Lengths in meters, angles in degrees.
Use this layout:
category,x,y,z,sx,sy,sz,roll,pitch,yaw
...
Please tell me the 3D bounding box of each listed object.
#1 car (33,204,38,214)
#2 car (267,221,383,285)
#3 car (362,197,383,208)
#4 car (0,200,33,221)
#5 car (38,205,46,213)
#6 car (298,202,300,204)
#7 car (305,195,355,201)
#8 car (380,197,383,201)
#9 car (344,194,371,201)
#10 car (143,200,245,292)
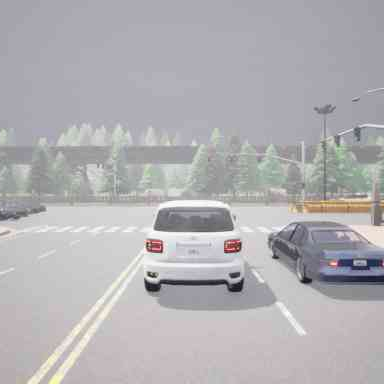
category,x,y,z,sx,sy,sz,roll,pitch,yaw
car,-17.228,1.491,30.269,4.902,1.511,2.128,0,0,0
car,3.576,1.547,9.550,2.033,1.411,5.357,0,0,0
car,27.319,1.505,47.727,4.892,1.490,1.837,0,0,0
car,-16.050,1.547,26.510,5.357,1.411,2.033,0,0,4
car,-17.768,1.548,33.771,5.357,1.411,2.033,0,0,0
car,17.827,1.477,47.774,5.008,1.535,1.882,0,0,0
car,16.671,1.491,40.779,4.902,1.511,2.128,0,0,0
car,26.174,1.478,40.734,5.008,1.535,1.882,0,0,0
car,21.113,1.221,44.256,5.566,2.045,2.150,0,0,0
car,0.067,1.221,9.061,2.150,2.045,5.566,0,0,1
